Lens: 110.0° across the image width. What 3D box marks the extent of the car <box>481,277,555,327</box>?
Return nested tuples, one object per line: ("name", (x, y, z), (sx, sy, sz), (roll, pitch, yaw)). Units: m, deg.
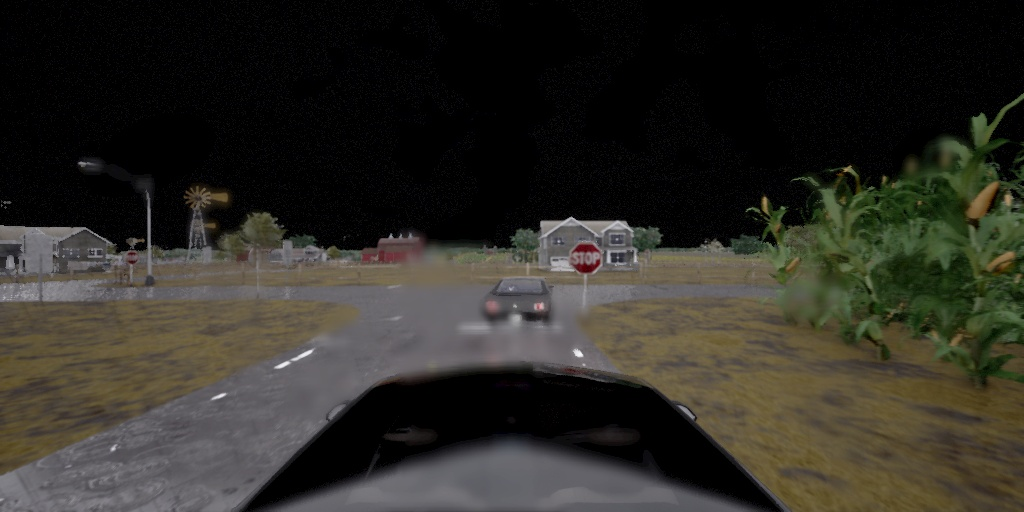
("car", (0.404, 1.313, 11.391), (1.895, 1.301, 4.718), (0, 0, 7))
